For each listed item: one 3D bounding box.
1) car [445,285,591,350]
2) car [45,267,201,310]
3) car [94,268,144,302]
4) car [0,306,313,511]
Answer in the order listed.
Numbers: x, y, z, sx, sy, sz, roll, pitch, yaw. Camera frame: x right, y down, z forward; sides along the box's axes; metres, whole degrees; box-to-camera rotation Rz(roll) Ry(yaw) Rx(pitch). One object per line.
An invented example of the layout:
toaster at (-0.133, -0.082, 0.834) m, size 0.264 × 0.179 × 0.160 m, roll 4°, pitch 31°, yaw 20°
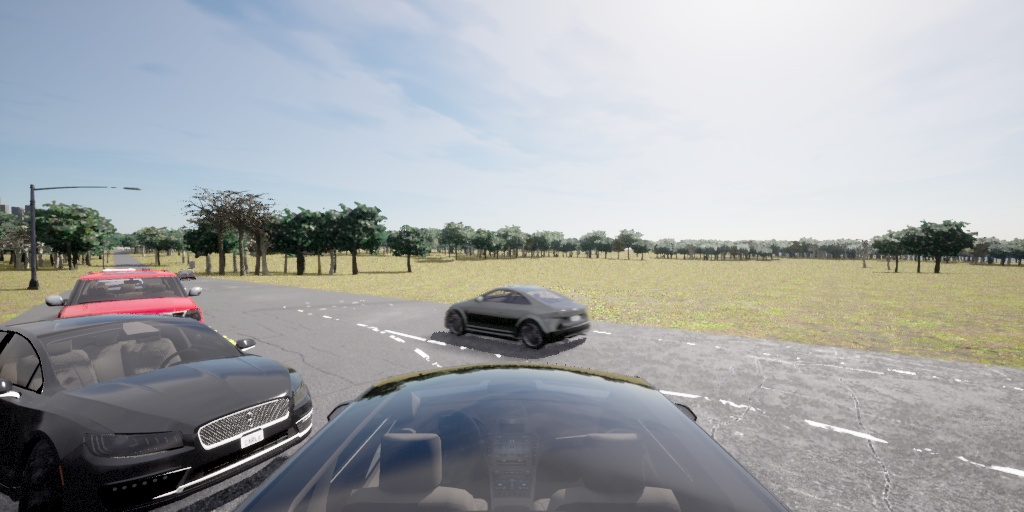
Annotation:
car at (0.016, 1.500, 9.811) m, size 4.181 × 1.385 × 1.994 m, roll -2°, pitch -1°, yaw 42°
car at (-9.310, 1.386, 8.766) m, size 5.566 × 2.045 × 2.150 m, roll -2°, pitch 0°, yaw 42°
car at (-27.584, 1.891, 25.203) m, size 5.566 × 2.045 × 2.150 m, roll -2°, pitch 0°, yaw 42°
car at (-4.488, 1.445, 4.028) m, size 4.892 × 1.490 × 1.837 m, roll -3°, pitch -3°, yaw 22°
